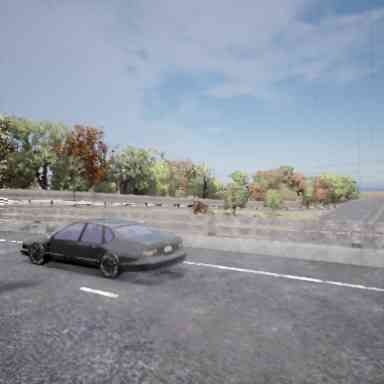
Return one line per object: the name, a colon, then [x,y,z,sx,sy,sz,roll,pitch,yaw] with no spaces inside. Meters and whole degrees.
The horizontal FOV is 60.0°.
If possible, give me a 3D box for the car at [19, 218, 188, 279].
car: [-2.752,1.497,9.796,5.357,1.411,2.033,0,0,32]
